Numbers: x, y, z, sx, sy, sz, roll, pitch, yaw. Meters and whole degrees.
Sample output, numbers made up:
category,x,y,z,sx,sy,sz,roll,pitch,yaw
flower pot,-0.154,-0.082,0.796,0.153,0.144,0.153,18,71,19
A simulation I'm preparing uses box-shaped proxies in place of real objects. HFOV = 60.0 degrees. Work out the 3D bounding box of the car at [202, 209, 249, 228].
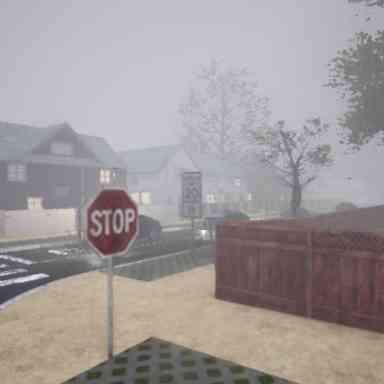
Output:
category,x,y,z,sx,sy,sz,roll,pitch,yaw
car,2.549,1.930,24.589,1.994,1.385,4.181,-1,-1,37

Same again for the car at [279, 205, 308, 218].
category,x,y,z,sx,sy,sz,roll,pitch,yaw
car,11.027,2.059,35.875,1.994,1.385,4.181,-1,-1,37

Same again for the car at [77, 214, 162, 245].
category,x,y,z,sx,sy,sz,roll,pitch,yaw
car,-3.432,1.798,16.580,1.812,1.442,4.674,-1,-1,36

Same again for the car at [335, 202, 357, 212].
category,x,y,z,sx,sy,sz,roll,pitch,yaw
car,19.861,2.038,42.778,1.882,1.535,5.008,-1,-1,37
